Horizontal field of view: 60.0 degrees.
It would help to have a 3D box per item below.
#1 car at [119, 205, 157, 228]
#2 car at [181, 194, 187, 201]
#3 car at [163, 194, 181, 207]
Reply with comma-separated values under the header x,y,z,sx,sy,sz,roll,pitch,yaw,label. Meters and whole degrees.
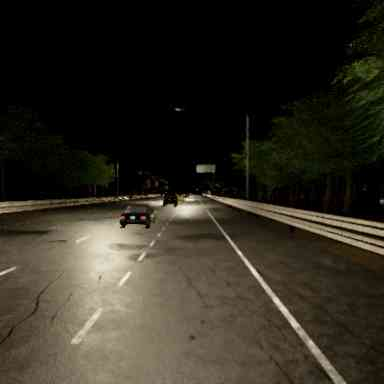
x,y,z,sx,sy,sz,roll,pitch,yaw,label
-3.478,1.561,22.024,2.033,1.411,5.357,0,0,0,car
-3.073,1.571,89.819,1.882,1.535,5.008,0,0,1,car
-3.357,1.274,52.680,2.150,2.045,5.566,0,0,0,car
